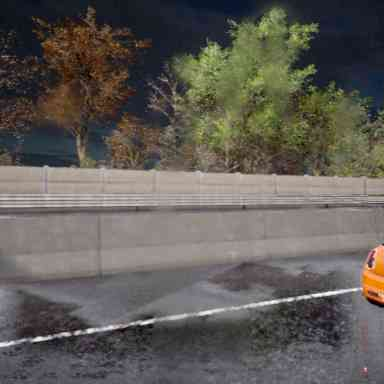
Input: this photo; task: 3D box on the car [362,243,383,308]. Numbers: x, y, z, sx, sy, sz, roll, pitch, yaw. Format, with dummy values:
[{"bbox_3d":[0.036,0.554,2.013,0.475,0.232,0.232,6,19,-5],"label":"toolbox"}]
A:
[{"bbox_3d":[5.413,1.295,6.054,4.553,1.767,2.097,0,1,-24],"label":"car"}]
